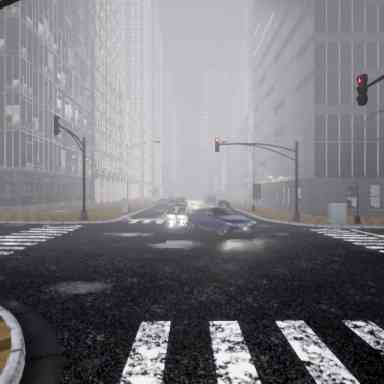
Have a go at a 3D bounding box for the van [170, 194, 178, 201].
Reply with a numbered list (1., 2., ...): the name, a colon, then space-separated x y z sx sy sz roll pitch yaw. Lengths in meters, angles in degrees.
1. van: -4.378 1.321 80.432 1.690 1.788 3.998 0 0 0

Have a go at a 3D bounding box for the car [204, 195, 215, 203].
1. car: 3.578 1.432 69.432 1.967 1.590 4.097 0 0 0

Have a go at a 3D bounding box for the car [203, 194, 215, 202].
1. car: 3.616 1.313 63.903 2.192 1.841 5.009 0 0 0

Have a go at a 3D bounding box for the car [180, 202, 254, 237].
1. car: 1.416 1.551 18.501 1.812 1.442 4.674 -1 0 -32

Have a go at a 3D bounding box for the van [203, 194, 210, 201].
1. van: 3.502 1.321 80.486 1.690 1.788 3.998 0 0 0

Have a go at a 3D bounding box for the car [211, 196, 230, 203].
1. car: 3.817 1.579 41.795 1.947 1.339 4.313 0 0 0

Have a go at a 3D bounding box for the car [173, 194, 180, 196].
1. car: -1.713 1.532 53.204 1.812 1.442 4.674 0 0 0

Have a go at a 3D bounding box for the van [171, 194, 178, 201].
1. van: -4.416 1.315 85.960 1.690 1.788 3.998 0 0 0

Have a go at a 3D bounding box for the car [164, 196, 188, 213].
1. car: -1.609 1.507 36.481 2.128 1.511 4.902 0 0 0

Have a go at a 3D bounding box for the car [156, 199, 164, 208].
1. car: -4.150 1.592 47.267 1.802 1.307 4.206 0 0 0

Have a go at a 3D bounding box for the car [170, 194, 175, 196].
1. car: -4.264 1.564 63.850 1.947 1.339 4.313 0 0 0
